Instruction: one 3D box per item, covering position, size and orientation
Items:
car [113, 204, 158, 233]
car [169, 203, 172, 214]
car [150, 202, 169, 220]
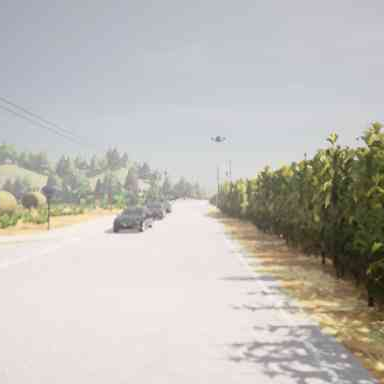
[{"bbox_3d":[-3.718,1.735,21.699,1.837,1.490,4.892,0,-1,4],"label":"car"},{"bbox_3d":[-3.514,1.992,42.273,2.033,1.411,5.357,0,-1,0],"label":"car"},{"bbox_3d":[-3.553,1.839,31.741,1.837,1.490,4.892,0,-1,0],"label":"car"}]
